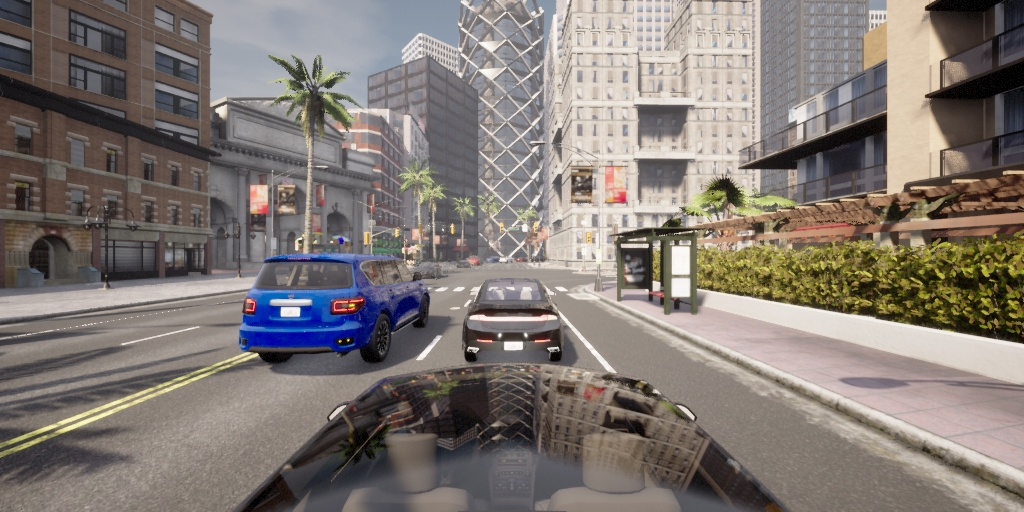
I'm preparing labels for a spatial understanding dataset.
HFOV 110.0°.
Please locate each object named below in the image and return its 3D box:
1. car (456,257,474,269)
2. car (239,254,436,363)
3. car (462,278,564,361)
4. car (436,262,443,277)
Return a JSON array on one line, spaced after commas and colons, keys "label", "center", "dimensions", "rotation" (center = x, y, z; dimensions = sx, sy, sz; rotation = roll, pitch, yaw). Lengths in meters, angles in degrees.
[{"label": "car", "center": [-7.669, 1.314, 56.974], "dimensions": [1.994, 1.385, 4.181], "rotation": [0, 0, 0]}, {"label": "car", "center": [-3.489, 0.971, 8.313], "dimensions": [2.150, 2.045, 5.566], "rotation": [0, 0, 0]}, {"label": "car", "center": [0.013, 1.242, 8.228], "dimensions": [2.128, 1.511, 4.902], "rotation": [0, 0, 0]}, {"label": "car", "center": [-7.409, 1.255, 31.913], "dimensions": [1.837, 1.490, 4.892], "rotation": [0, 0, -1]}]
